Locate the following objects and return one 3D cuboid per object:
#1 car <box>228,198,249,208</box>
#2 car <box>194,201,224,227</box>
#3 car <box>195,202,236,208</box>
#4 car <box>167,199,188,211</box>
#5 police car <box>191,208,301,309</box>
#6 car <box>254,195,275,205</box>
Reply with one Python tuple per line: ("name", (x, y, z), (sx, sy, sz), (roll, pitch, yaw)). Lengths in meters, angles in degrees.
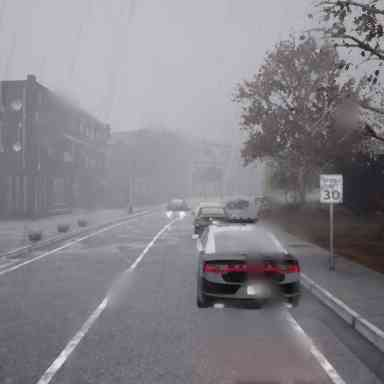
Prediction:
("car", (6.399, 1.518, 46.172), (1.895, 1.301, 4.718), (0, 0, 28))
("car", (1.262, 1.481, 23.783), (1.882, 1.535, 5.008), (0, 0, 4))
("car", (1.042, 1.509, 17.937), (1.837, 1.490, 4.892), (0, 0, 1))
("car", (-1.737, 1.526, 40.164), (1.812, 1.442, 4.674), (0, 0, 8))
("police car", (1.033, 1.427, 8.091), (1.930, 1.638, 5.238), (0, 0, 0))
("car", (12.050, 1.289, 55.330), (1.837, 1.490, 4.892), (-1, 1, 40))
